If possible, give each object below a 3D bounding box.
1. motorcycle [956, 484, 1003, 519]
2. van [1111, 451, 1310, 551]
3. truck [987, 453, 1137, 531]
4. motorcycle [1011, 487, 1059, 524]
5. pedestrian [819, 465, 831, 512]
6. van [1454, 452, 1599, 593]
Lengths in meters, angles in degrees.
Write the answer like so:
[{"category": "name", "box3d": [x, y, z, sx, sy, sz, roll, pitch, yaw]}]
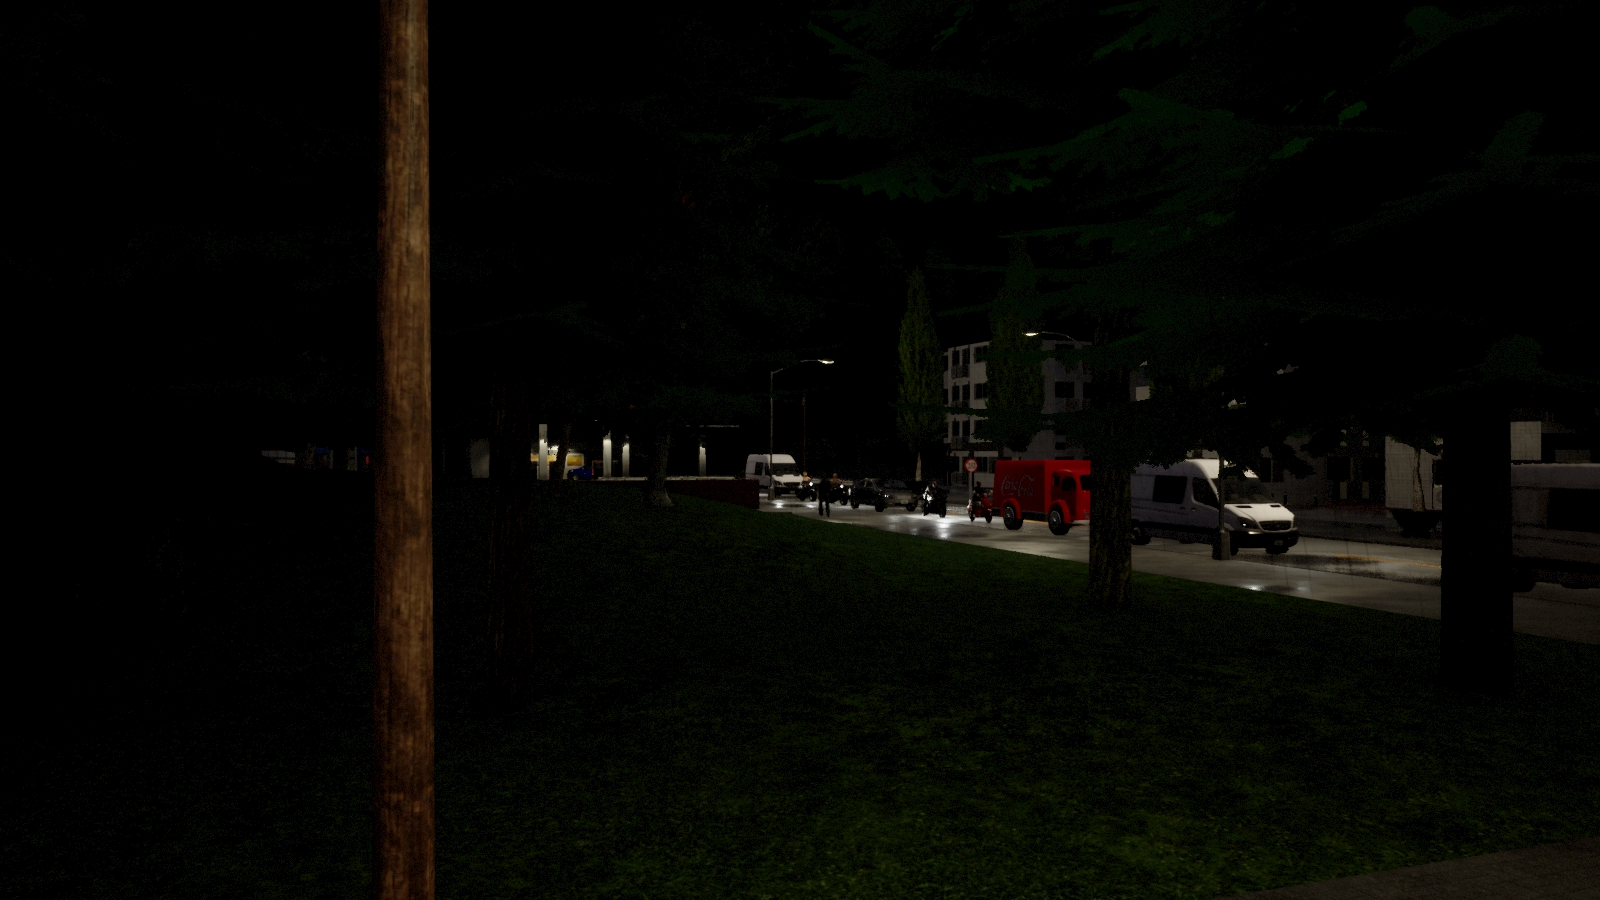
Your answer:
[{"category": "motorcycle", "box3d": [6.991, 1.993, 44.695, 0.867, 1.251, 2.209, 0, 0, -20]}, {"category": "van", "box3d": [11.423, 1.323, 32.409, 1.988, 2.561, 5.915, 0, 0, -20]}, {"category": "truck", "box3d": [8.905, 1.356, 39.393, 2.627, 2.467, 5.204, 0, 0, -20]}, {"category": "motorcycle", "box3d": [8.397, 1.970, 40.853, 0.856, 1.236, 1.805, 0, 0, -20]}, {"category": "pedestrian", "box3d": [0.998, 1.532, 45.674, 0.375, 1.860, 0.375, 0, 0, -20]}, {"category": "van", "box3d": [15.478, 1.324, 21.200, 1.988, 2.561, 5.915, 0, 0, -20]}]
